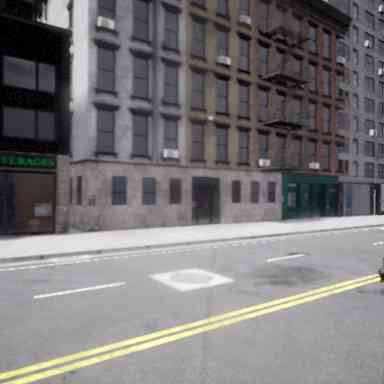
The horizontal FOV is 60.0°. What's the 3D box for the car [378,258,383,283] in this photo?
[{"bbox_3d":[6.797,1.673,8.384,5.357,1.411,2.033,1,0,-35],"label":"car"}]
